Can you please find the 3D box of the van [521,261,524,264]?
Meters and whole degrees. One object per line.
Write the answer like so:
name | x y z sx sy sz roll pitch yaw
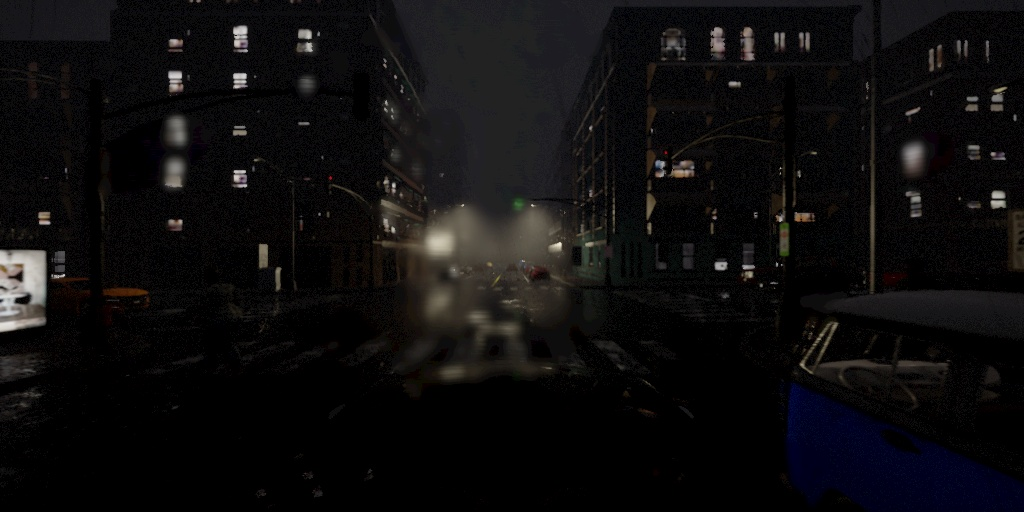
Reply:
van | 2.685 1.712 55.349 1.690 1.789 3.998 0 0 0

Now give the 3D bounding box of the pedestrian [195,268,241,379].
pedestrian | -4.943 1.092 6.035 0.375 1.860 0.375 0 0 0

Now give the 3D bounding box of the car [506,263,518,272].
car | -0.006 1.985 62.719 1.812 1.442 4.674 0 -1 0

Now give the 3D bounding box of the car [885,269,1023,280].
car | 15.792 1.215 12.041 4.313 1.339 1.948 0 0 0

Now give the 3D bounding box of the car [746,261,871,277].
car | 14.797 1.188 17.829 4.892 1.490 1.837 -1 0 0

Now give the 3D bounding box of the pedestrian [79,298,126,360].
pedestrian | -7.572 0.947 6.632 0.375 1.860 0.375 0 0 0

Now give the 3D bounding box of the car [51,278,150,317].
car | -17.624 1.617 14.383 5.008 1.535 1.882 -1 0 -2

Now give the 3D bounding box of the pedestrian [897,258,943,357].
pedestrian | 6.041 0.932 5.390 0.375 1.860 0.375 0 0 0

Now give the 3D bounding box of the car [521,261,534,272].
car | 2.685 1.850 49.826 1.888 1.381 4.507 0 0 0

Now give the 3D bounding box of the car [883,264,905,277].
car | 21.341 1.144 20.463 4.507 1.381 1.888 0 0 0

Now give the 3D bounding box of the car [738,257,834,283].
car | 15.770 0.993 20.422 5.009 1.841 2.192 0 0 0

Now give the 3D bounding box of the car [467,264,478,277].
car | -5.696 1.805 44.315 1.948 1.339 4.313 0 0 0

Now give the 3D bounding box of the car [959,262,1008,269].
car | 24.194 1.027 17.898 5.008 1.535 1.882 -1 0 0

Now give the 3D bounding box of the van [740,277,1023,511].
van | 2.689 1.081 0.865 1.690 1.789 3.998 0 0 0

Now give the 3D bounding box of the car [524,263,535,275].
car | 2.686 1.741 38.780 1.948 1.339 4.313 0 0 0

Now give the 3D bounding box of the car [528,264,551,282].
car | 2.686 1.692 33.257 1.802 1.307 4.207 0 0 0

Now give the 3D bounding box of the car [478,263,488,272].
car | -5.697 1.982 60.884 1.888 1.381 4.507 0 0 0

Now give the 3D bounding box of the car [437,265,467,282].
car | -5.695 1.676 33.268 1.948 1.339 4.313 0 0 0
